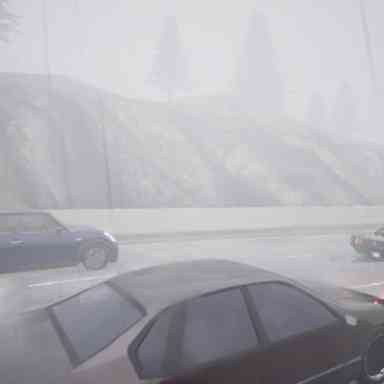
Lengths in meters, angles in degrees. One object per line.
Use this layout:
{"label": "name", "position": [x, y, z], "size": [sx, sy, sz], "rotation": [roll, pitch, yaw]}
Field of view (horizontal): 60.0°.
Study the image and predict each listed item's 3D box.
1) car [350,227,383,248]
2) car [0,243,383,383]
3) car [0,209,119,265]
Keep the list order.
{"label": "car", "position": [7.750, 1.669, 11.012], "size": [4.718, 1.301, 1.895], "rotation": [1, 0, -20]}
{"label": "car", "position": [0.313, 1.536, 3.748], "size": [5.357, 1.411, 2.033], "rotation": [1, 0, -32]}
{"label": "car", "position": [-4.343, 1.262, 9.152], "size": [4.553, 1.767, 2.097], "rotation": [1, 0, -34]}
